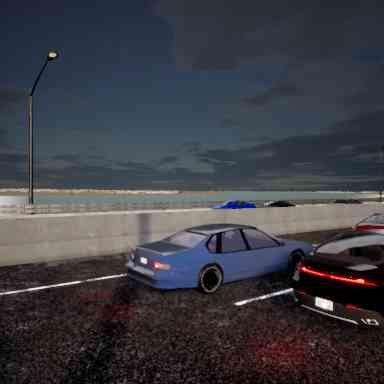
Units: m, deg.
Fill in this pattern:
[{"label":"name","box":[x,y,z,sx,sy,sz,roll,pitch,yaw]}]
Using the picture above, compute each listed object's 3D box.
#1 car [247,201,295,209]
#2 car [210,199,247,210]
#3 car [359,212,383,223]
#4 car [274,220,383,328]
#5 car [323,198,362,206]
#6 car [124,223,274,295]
[{"label":"car","box":[7.719,1.530,30.933,4.674,1.442,1.812,0,0,-35]},{"label":"car","box":[4.019,1.482,32.593,5.008,1.535,1.882,0,0,-35]},{"label":"car","box":[8.588,1.566,14.149,4.181,1.385,1.994,0,0,-36]},{"label":"car","box":[4.032,1.506,6.621,4.892,1.490,1.837,0,0,-36]},{"label":"car","box":[14.074,1.357,31.100,4.553,1.767,2.097,0,0,-35]},{"label":"car","box":[0.979,1.548,8.739,5.357,1.411,2.033,0,0,-36]}]
